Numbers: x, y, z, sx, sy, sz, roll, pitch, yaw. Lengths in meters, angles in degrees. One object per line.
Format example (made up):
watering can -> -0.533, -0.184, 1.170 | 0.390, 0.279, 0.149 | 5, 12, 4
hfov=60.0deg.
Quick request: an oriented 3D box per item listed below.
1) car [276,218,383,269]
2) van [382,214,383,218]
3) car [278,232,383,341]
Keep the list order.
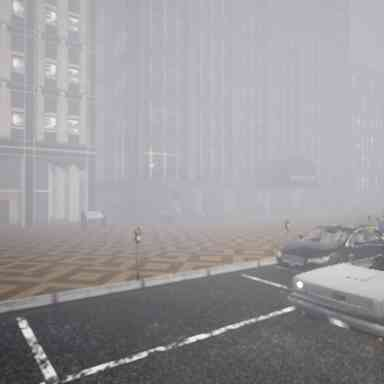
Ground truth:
car -> 4.291, 1.605, 9.646 | 4.403, 1.369, 2.008 | 0, 0, -36
van -> 8.781, 1.429, 12.863 | 3.998, 1.788, 1.690 | 0, 0, -36
car -> 3.959, 1.641, 6.217 | 4.718, 1.301, 1.895 | 0, 0, -36
